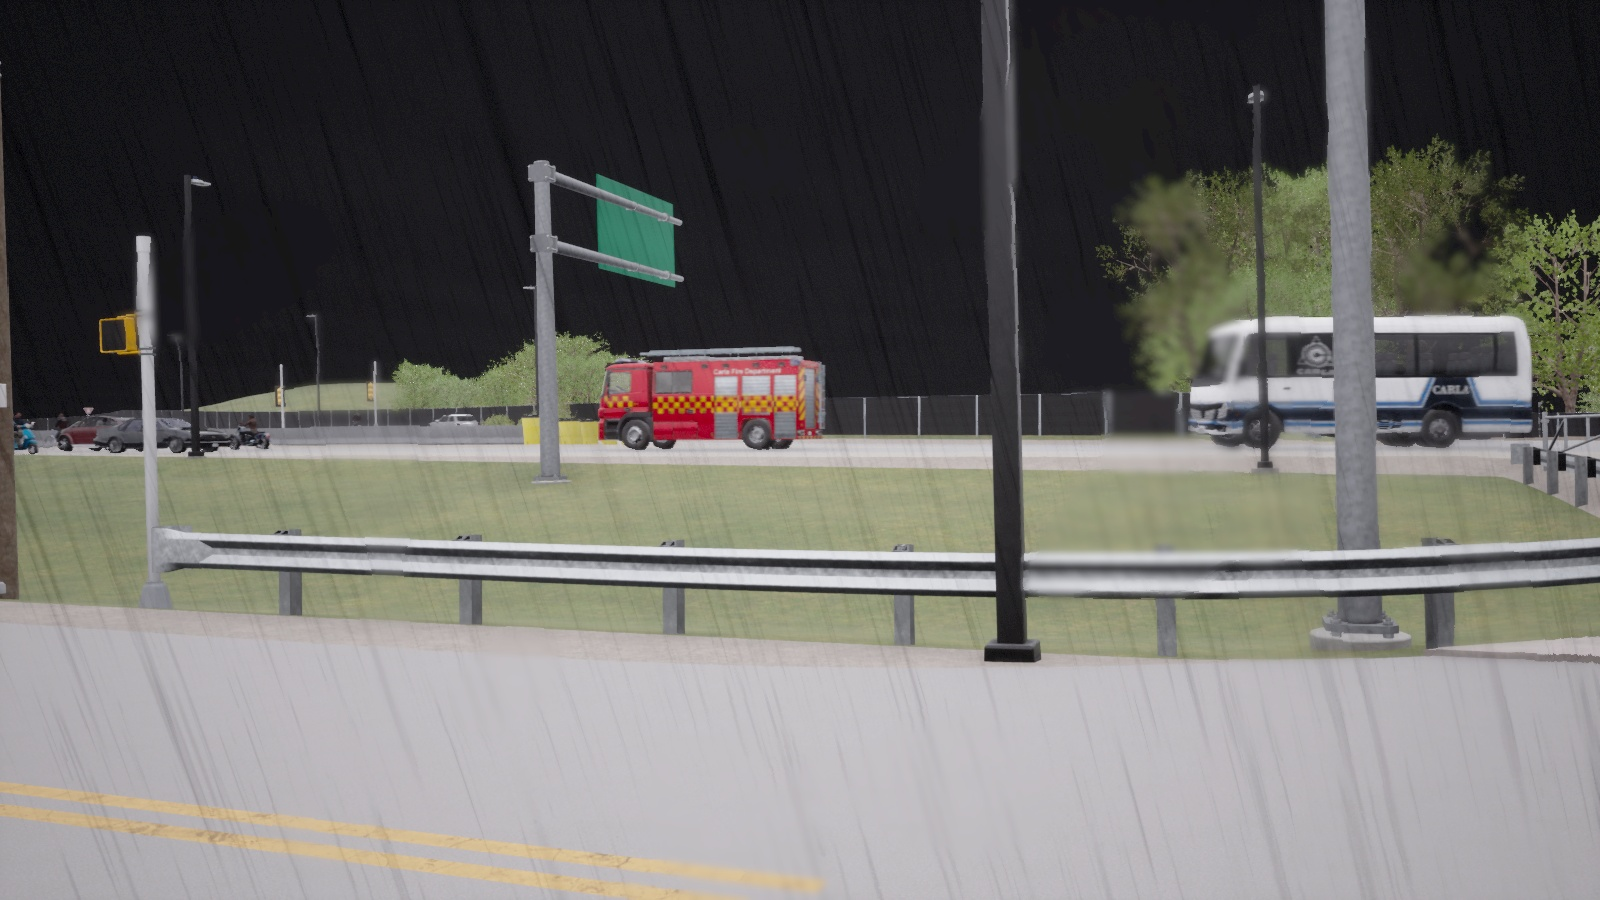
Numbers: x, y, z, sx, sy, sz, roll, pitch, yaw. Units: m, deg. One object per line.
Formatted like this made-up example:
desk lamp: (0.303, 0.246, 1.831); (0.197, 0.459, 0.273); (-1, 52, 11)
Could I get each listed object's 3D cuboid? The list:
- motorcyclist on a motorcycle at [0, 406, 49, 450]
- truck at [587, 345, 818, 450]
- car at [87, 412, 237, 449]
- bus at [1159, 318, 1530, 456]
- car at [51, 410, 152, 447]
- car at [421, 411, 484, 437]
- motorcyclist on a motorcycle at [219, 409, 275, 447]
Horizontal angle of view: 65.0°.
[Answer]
motorcyclist on a motorcycle: (-28.766, -0.822, 46.284); (1.817, 1.590, 0.866); (0, 1, 19)
truck: (-3.764, -1.948, 48.601); (8.468, 3.827, 2.891); (0, 1, 19)
car: (-24.680, -0.757, 48.558); (5.357, 1.411, 2.033); (0, 1, 19)
bus: (17.368, -2.014, 40.747); (10.273, 4.253, 3.944); (0, 2, -1)
car: (-30.139, -0.917, 54.188); (3.705, 1.549, 1.789); (0, 1, 19)
car: (-20.820, -1.581, 75.204); (1.970, 1.475, 3.806); (-2, 2, -45)
motorcyclist on a motorcycle: (-24.644, -0.966, 55.964); (2.350, 1.649, 0.766); (0, 1, 19)
